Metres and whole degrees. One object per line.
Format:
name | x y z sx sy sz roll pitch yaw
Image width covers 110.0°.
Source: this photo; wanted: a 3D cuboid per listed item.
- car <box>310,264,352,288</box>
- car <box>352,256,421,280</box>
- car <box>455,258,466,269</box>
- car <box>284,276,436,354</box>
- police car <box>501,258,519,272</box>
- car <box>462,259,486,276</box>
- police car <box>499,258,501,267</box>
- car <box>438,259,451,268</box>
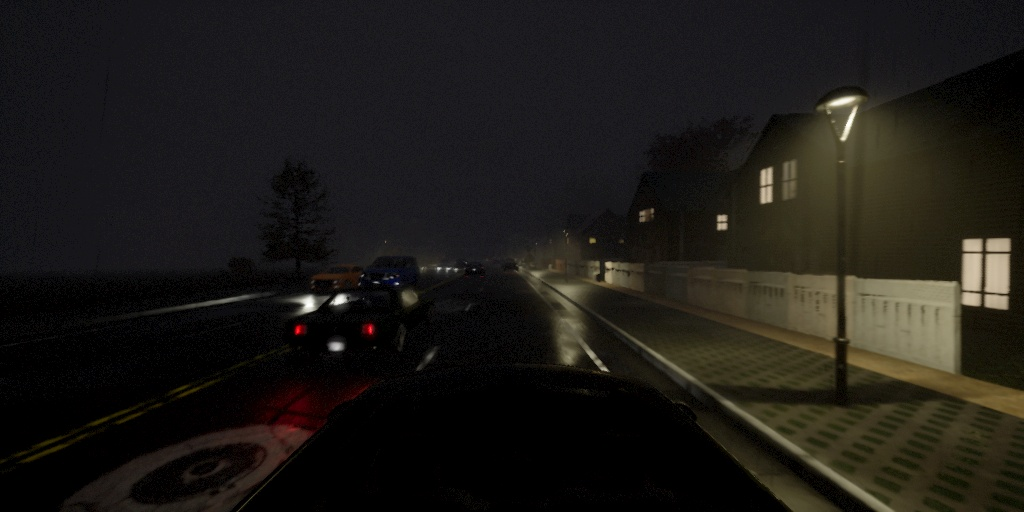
car | -10.059 1.255 21.452 1.882 1.535 5.008 0 0 -1
car | -6.789 0.993 20.532 2.150 2.045 5.566 0 0 -1
car | -8.388 1.166 60.168 2.097 1.767 4.553 0 0 -3
car | -3.189 1.358 8.719 1.895 1.301 4.718 0 0 0
police car | -0.162 1.200 47.831 1.930 1.638 5.238 0 0 -3
car | -3.868 1.341 38.064 1.994 1.385 4.181 0 0 -2
police car | -0.720 1.211 57.882 1.930 1.638 5.238 0 0 -3
car | -11.814 1.352 62.950 1.837 1.490 4.892 0 0 -3
